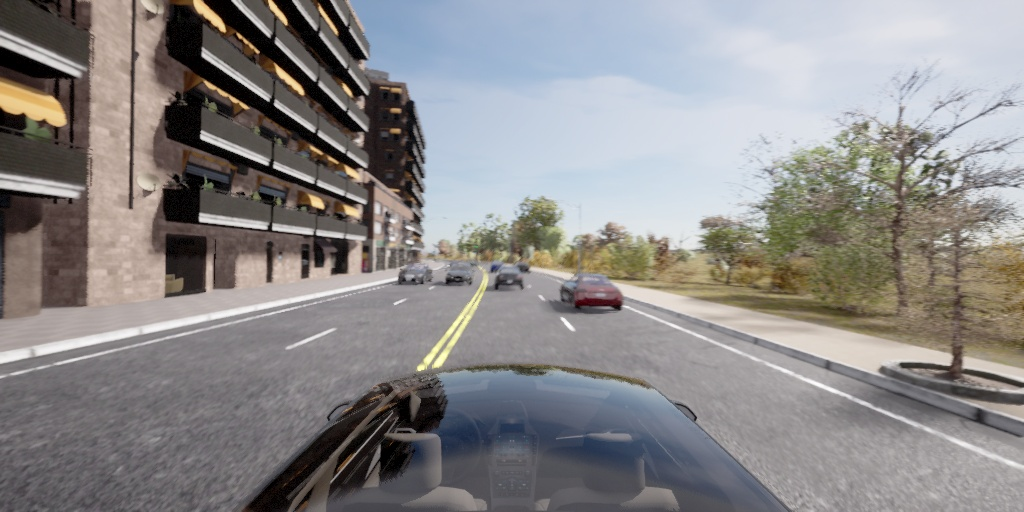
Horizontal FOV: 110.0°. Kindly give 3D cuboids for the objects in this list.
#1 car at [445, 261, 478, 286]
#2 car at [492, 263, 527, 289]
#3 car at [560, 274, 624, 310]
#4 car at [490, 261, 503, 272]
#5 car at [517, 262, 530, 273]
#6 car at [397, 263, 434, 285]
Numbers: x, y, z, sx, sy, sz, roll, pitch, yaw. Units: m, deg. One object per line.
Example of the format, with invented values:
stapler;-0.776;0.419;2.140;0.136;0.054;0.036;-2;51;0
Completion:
car;-3.791;1.353;26.638;1.837;1.490;4.892;1;0;-3
car;-0.232;1.417;24.385;1.812;1.442;4.674;1;0;-3
car;3.322;1.457;15.601;1.994;1.385;4.181;1;0;-1
car;-2.070;1.493;50.536;1.882;1.535;5.008;1;0;-6
car;1.313;1.567;49.276;1.837;1.490;4.892;1;0;-5
car;-7.039;1.287;26.559;2.128;1.511;4.902;1;0;-3
